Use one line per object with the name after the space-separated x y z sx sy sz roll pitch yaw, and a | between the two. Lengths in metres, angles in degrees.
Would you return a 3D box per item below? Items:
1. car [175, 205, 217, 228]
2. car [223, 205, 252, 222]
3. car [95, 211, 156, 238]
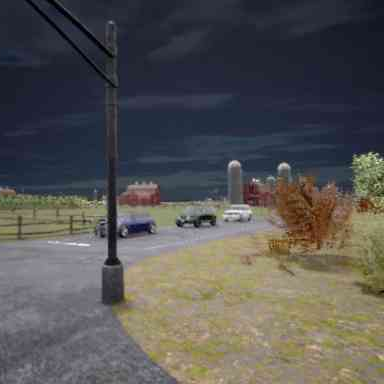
0.502 2.291 31.848 2.150 2.045 5.566 -2 -3 29 | car
5.748 2.634 41.417 2.150 2.045 5.566 -2 -3 29 | car
-4.460 2.095 22.801 2.097 1.767 4.553 -2 -3 29 | car
